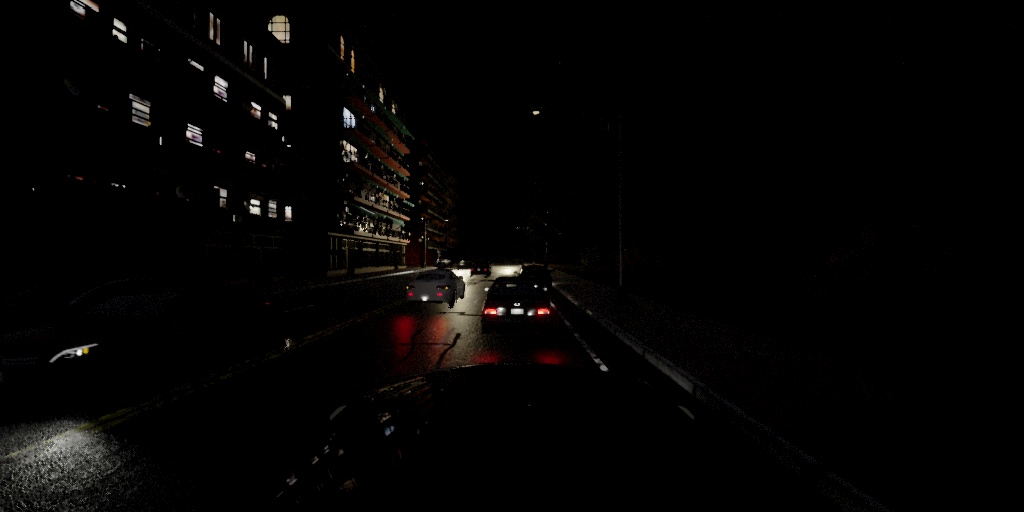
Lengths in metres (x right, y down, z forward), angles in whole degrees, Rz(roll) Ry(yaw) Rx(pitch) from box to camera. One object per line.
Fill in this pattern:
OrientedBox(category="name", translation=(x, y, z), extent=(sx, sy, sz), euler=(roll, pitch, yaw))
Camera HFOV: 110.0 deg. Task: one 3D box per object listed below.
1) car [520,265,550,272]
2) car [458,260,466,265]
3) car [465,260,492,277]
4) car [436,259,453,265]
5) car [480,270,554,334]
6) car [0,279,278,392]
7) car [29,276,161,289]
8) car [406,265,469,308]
OrientedBox(category="car", translation=(1.177, 1.257, 20.283), extent=(1.837, 1.490, 4.892), euler=(0, 0, 0))
OrientedBox(category="car", translation=(-6.491, 1.314, 50.124), extent=(1.994, 1.385, 4.181), euler=(0, 0, 0))
OrientedBox(category="car", translation=(-3.068, 1.299, 35.745), extent=(2.033, 1.411, 5.357), euler=(0, 0, 0))
OrientedBox(category="car", translation=(-9.736, 1.242, 51.743), extent=(2.128, 1.511, 4.902), euler=(0, 0, 0))
OrientedBox(category="car", translation=(0.120, 1.299, 10.595), extent=(2.033, 1.411, 5.357), euler=(0, 0, 0))
OrientedBox(category="car", translation=(-6.591, 1.276, 6.878), extent=(1.812, 1.442, 4.674), euler=(0, 0, 0))
OrientedBox(category="car", translation=(-9.837, 1.242, 8.370), extent=(2.128, 1.511, 4.902), euler=(0, 0, 0))
OrientedBox(category="car", translation=(-3.122, 1.277, 15.173), extent=(1.812, 1.442, 4.674), euler=(0, 0, 0))
